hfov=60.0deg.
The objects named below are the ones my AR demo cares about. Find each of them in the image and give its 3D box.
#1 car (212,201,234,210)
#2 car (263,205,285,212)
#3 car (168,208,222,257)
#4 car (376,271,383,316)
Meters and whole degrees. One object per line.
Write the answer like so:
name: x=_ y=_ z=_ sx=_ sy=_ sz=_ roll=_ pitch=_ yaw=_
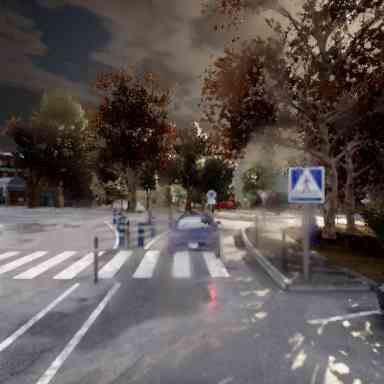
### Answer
car: x=7.217 y=3.204 z=78.557 sx=5.566 sy=2.045 sz=2.150 roll=0 pitch=0 yaw=37
car: x=17.150 y=3.400 z=69.664 sx=1.882 sy=1.535 sz=5.008 roll=0 pitch=0 yaw=-36
car: x=0.167 y=1.553 z=12.969 sx=1.812 sy=1.442 sz=4.674 roll=0 pitch=0 yaw=3
car: x=5.303 y=1.503 z=5.403 sx=4.892 sy=1.521 sz=2.231 roll=1 pitch=0 yaw=-21
